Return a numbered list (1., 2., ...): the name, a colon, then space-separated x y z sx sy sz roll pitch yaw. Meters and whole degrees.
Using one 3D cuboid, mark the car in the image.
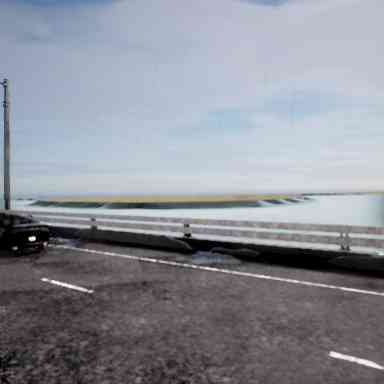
1. car: -7.980 1.610 13.911 5.008 1.535 1.882 0 0 36
